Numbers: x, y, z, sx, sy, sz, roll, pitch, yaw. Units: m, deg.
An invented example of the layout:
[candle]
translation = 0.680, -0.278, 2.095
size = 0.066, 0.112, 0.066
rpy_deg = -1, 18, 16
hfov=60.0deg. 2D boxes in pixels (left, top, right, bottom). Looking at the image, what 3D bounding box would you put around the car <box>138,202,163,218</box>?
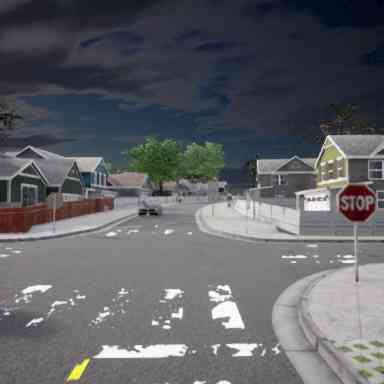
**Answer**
[car]
translation = -3.800, 1.642, 30.935
size = 1.895, 1.301, 4.718
rpy_deg = 0, 0, 1
